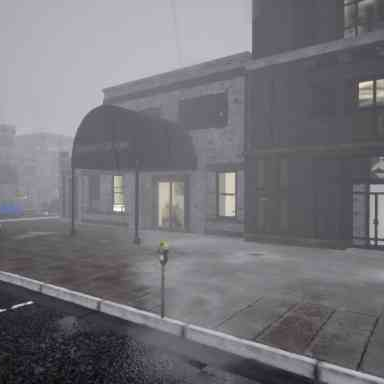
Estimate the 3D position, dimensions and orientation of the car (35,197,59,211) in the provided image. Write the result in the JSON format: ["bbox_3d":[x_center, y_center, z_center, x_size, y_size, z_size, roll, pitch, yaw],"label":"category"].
[{"bbox_3d":[-16.456,1.413,41.240,2.097,1.767,4.553,0,0,35],"label":"car"}]

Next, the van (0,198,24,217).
[{"bbox_3d":[-17.346,1.416,29.866,1.690,1.788,3.998,0,0,35],"label":"van"}]
